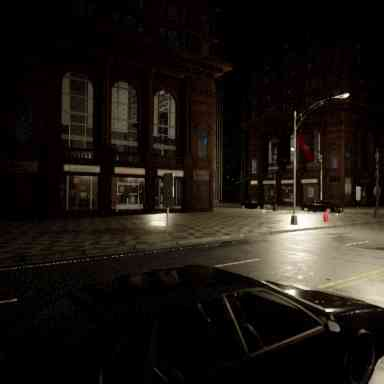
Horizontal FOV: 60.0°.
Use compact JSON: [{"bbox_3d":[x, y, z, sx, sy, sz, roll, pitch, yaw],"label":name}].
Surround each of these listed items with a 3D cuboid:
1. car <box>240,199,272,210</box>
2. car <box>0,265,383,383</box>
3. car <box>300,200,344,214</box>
[{"bbox_3d":[8.713,1.726,45.801,1.837,1.490,4.892,1,-1,-35],"label":"car"},{"bbox_3d":[0.043,1.548,3.476,5.357,1.411,2.033,0,0,-36],"label":"car"},{"bbox_3d":[14.590,1.681,37.523,1.837,1.490,4.892,1,-1,-35],"label":"car"}]
